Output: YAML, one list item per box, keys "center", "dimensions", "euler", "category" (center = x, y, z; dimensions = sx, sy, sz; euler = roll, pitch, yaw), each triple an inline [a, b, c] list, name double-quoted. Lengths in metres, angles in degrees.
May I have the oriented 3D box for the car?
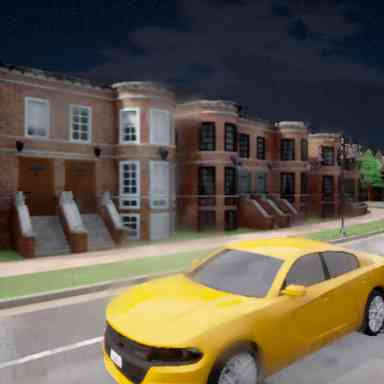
- center: [1.175, 1.485, 5.048]
  dimensions: [5.008, 1.535, 1.882]
  euler: [0, 0, -38]
  category: "car"
